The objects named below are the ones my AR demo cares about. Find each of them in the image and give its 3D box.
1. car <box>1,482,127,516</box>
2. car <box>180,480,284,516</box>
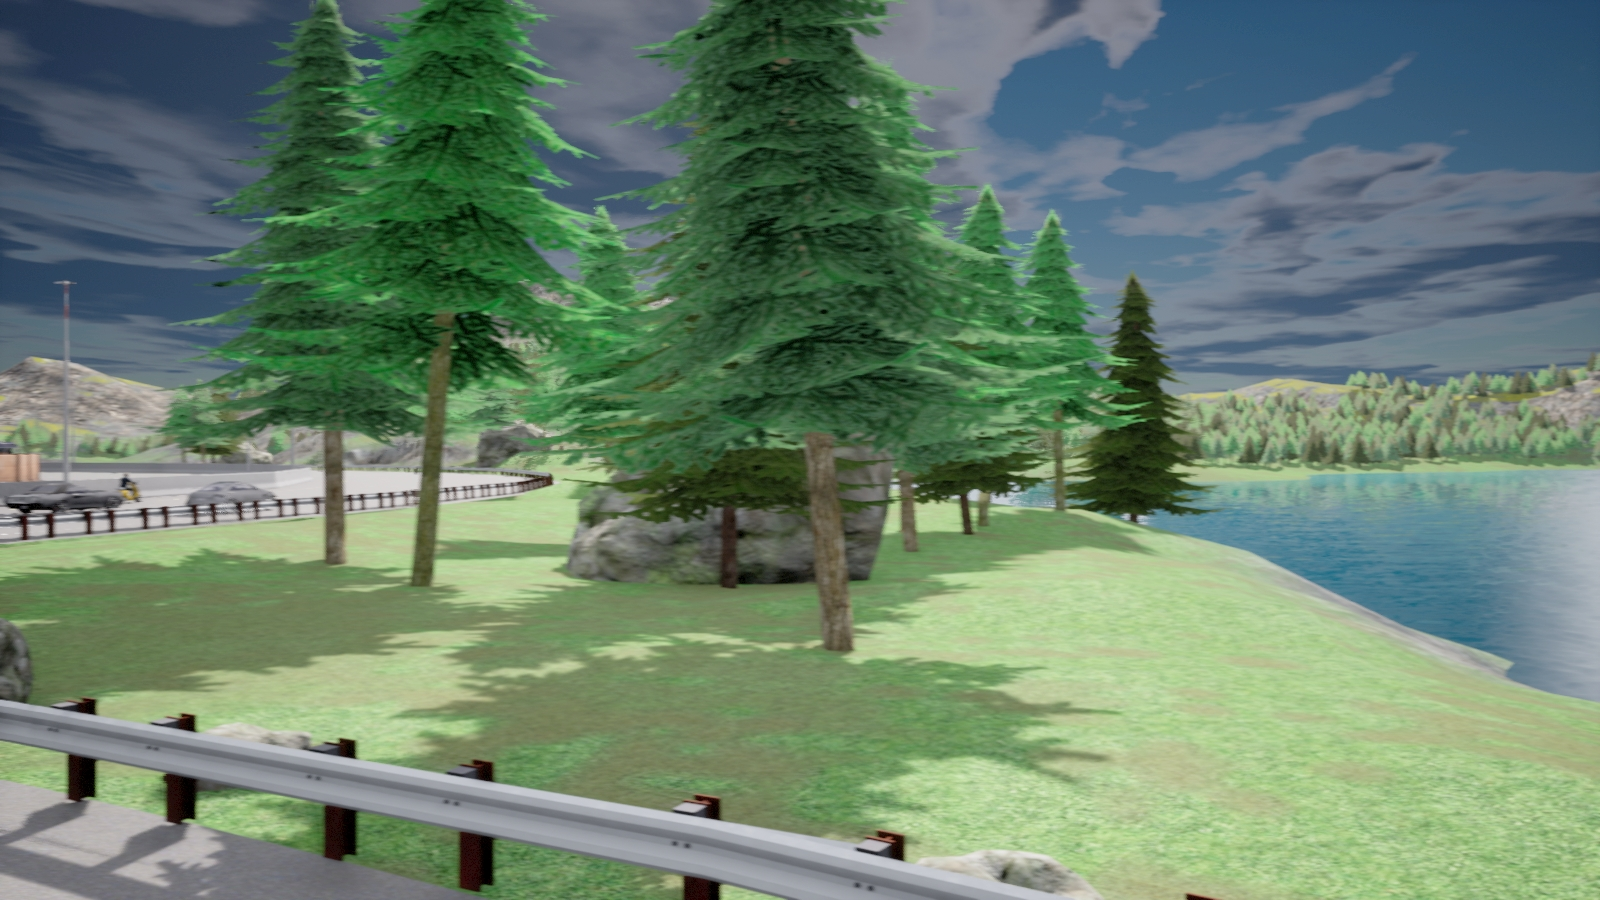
[{"bbox_3d":[-32.382,2.132,50.459,1.895,1.301,4.718,0,0,12],"label":"car"},{"bbox_3d":[-25.173,2.092,50.769,1.994,1.385,4.181,0,0,11],"label":"car"}]
